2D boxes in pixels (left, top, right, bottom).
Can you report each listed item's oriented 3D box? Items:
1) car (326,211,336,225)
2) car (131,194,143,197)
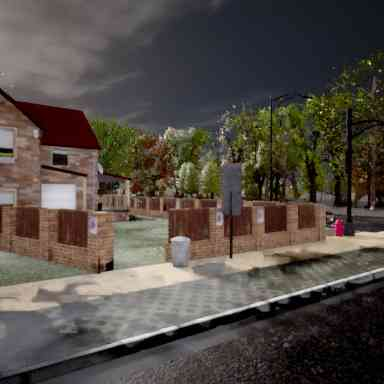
[{"bbox_3d":[7.651,1.489,23.319,1.812,1.442,4.674,0,0,-36],"label":"car"},{"bbox_3d":[-10.203,1.165,59.672,2.097,1.767,4.553,0,0,-36],"label":"car"}]
